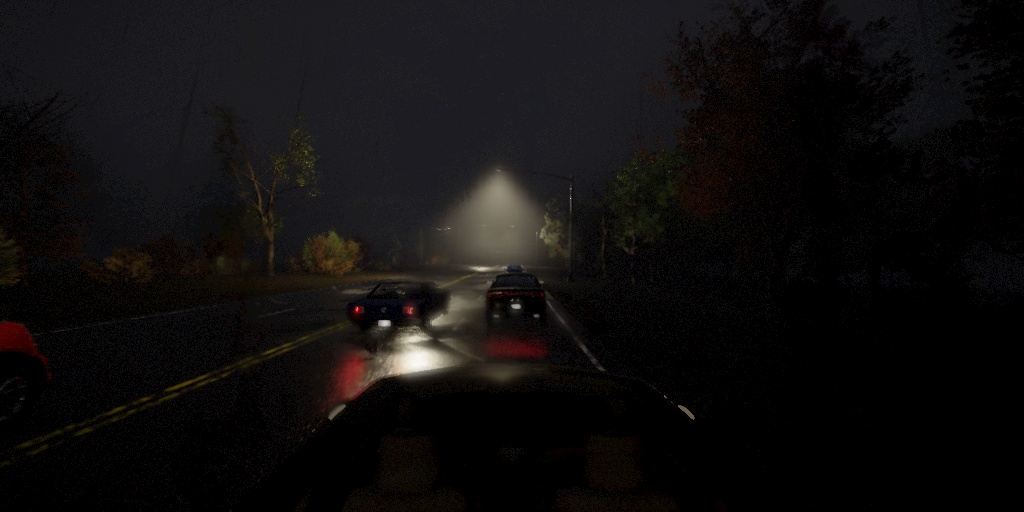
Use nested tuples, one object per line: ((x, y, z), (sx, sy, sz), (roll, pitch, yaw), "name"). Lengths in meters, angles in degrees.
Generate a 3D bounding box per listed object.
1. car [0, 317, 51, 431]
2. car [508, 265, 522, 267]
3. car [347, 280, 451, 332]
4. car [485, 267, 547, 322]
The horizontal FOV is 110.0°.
((-6.584, 1.009, 2.261), (2.097, 1.767, 4.553), (1, 0, 0), "car")
((0.242, 1.520, 32.919), (1.812, 1.442, 4.674), (0, 0, 0), "car")
((-3.124, 1.384, 11.051), (1.895, 1.301, 4.718), (1, 0, 0), "car")
((0.125, 1.307, 12.685), (1.882, 1.535, 5.008), (-1, 0, 0), "car")
